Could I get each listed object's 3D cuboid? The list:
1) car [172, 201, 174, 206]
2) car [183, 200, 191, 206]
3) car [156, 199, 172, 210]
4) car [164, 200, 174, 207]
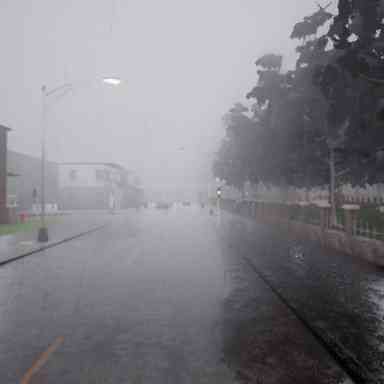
[{"bbox_3d":[-5.070,2.189,66.716,2.097,1.767,4.553,0,-1,-1],"label":"car"},{"bbox_3d":[-1.228,2.661,77.100,1.882,1.535,5.008,0,-1,-1],"label":"car"},{"bbox_3d":[-4.975,2.067,56.962,2.097,1.767,4.553,0,-1,-1],"label":"car"},{"bbox_3d":[-5.224,2.707,76.757,2.128,1.511,4.902,0,-1,-1],"label":"car"}]
